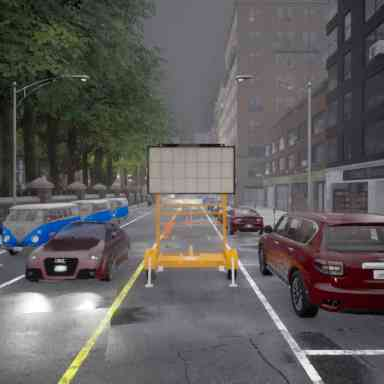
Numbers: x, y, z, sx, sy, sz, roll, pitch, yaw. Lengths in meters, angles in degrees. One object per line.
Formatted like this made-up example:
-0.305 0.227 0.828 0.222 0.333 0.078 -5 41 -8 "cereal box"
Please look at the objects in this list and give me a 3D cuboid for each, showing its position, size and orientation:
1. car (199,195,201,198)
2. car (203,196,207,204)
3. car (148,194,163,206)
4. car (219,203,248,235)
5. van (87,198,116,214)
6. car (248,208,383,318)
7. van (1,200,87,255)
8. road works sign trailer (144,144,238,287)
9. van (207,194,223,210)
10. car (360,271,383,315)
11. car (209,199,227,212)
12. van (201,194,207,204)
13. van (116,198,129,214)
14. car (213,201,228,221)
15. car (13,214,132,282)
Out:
2.739 1.504 58.296 1.947 1.339 4.313 0 0 0 "car"
2.773 1.512 41.314 1.887 1.381 4.507 0 0 0 "car"
-5.775 1.264 52.578 2.192 1.841 5.009 0 0 0 "car"
2.818 1.537 18.673 1.887 1.381 4.507 0 0 0 "car"
-5.709 1.334 18.630 1.690 1.788 3.998 0 0 0 "van"
2.838 1.314 7.351 2.192 1.841 5.009 0 0 0 "car"
-5.697 1.337 12.972 1.690 1.788 3.998 0 0 0 "van"
-0.019 0.462 9.300 2.380 3.560 2.880 0 0 0 "road works sign trailer"
2.783 1.316 35.654 1.690 1.788 3.998 0 0 0 "van"
2.851 1.582 1.691 1.802 1.307 4.206 0 0 0 "car"
2.795 1.564 29.994 1.802 1.307 4.206 0 0 0 "car"
2.750 1.290 52.635 1.690 1.788 3.998 0 0 0 "van"
-5.719 1.329 24.288 1.690 1.788 3.998 0 0 0 "van"
2.806 1.570 24.333 1.802 1.307 4.206 0 0 0 "car"
-3.019 1.562 9.635 1.994 1.385 4.181 0 0 0 "car"
